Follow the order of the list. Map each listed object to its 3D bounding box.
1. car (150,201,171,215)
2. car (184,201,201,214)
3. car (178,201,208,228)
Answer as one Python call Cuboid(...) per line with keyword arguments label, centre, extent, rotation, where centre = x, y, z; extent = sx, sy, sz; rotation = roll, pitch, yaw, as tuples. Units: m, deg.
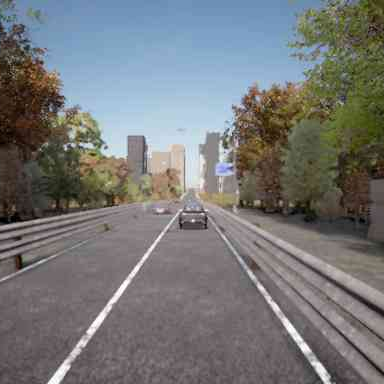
Cuboid(label="car", centre=(-3.354, 1.783, 37.077), extent=(1.812, 1.442, 4.674), rotation=(0, -1, 0))
Cuboid(label="car", centre=(0.086, 1.874, 41.635), extent=(2.033, 1.411, 5.357), rotation=(0, -1, 0))
Cuboid(label="car", centre=(0.081, 1.581, 22.623), extent=(2.128, 1.511, 4.902), rotation=(0, -1, 0))
